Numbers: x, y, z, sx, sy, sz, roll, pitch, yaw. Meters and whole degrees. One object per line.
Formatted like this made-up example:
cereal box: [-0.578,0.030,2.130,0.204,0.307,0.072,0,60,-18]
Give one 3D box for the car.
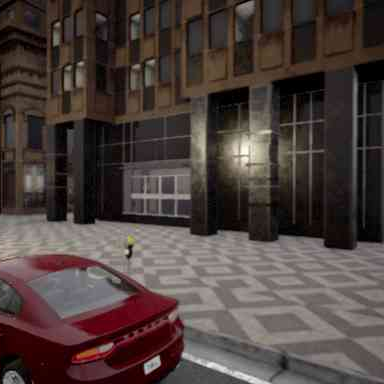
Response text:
car: [-2.202,1.536,4.530,4.507,1.381,1.887,0,0,35]
